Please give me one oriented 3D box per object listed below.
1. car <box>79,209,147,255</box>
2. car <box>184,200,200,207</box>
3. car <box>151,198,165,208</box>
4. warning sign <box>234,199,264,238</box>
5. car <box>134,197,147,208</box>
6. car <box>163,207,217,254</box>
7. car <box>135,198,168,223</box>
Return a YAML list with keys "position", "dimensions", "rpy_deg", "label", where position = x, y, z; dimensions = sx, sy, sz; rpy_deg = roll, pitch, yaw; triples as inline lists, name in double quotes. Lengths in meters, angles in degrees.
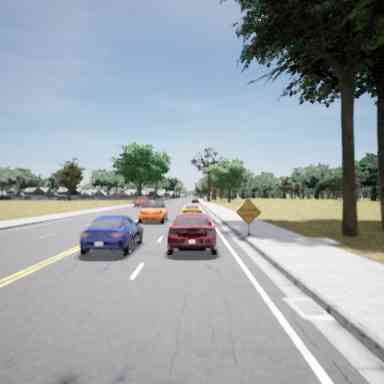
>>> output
- position: [-3.229, 1.673, 13.895]
  dimensions: [1.812, 1.442, 4.674]
  rpy_deg: [0, 0, 1]
  label: "car"
- position: [0.021, 1.800, 29.247]
  dimensions: [1.882, 1.535, 5.008]
  rpy_deg: [0, 0, 1]
  label: "car"
- position: [-6.544, 2.104, 64.627]
  dimensions: [2.097, 1.767, 4.553]
  rpy_deg: [0, -1, 1]
  label: "car"
- position: [2.844, 1.293, 16.685]
  dimensions: [1.300, 1.860, 1.060]
  rpy_deg: [0, -1, 0]
  label: "warning sign"
- position: [-9.783, 1.972, 64.511]
  dimensions: [2.150, 2.045, 5.566]
  rpy_deg: [0, -1, 0]
  label: "car"
- position: [0.025, 1.629, 14.256]
  dimensions: [1.882, 1.535, 5.008]
  rpy_deg: [0, 0, 1]
  label: "car"
- position: [-3.237, 1.664, 28.432]
  dimensions: [2.097, 1.767, 4.553]
  rpy_deg: [0, -1, 0]
  label: "car"
